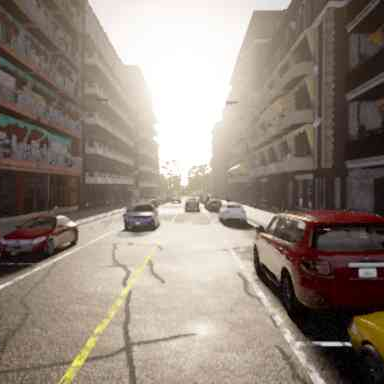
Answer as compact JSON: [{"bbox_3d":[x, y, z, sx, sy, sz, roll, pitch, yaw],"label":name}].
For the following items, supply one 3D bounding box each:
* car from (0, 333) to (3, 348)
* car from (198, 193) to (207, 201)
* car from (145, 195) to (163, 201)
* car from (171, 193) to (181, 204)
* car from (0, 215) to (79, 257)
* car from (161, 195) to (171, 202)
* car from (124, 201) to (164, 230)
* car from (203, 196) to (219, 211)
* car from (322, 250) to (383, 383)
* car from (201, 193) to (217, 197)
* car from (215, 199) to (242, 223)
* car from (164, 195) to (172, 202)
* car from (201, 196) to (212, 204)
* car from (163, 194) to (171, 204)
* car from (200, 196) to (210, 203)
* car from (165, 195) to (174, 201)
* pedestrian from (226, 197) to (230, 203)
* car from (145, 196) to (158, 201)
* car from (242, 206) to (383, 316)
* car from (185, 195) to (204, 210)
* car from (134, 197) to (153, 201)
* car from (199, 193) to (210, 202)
[{"bbox_3d":[-3.058,1.547,1.372,2.033,1.411,5.357,0,0,0],"label":"car"},{"bbox_3d":[2.702,1.269,84.792,2.192,1.841,5.009,-1,0,0],"label":"car"},{"bbox_3d":[-5.692,1.291,46.077,2.192,1.841,5.009,-1,0,0],"label":"car"},{"bbox_3d":[-2.997,1.460,63.341,2.128,1.511,4.902,0,0,1],"label":"car"},{"bbox_3d":[-5.698,1.575,12.933,1.802,1.307,4.206,-1,0,0],"label":"car"},{"bbox_3d":[-5.677,1.505,73.698,1.887,1.381,4.507,-1,0,0],"label":"car"},{"bbox_3d":[-3.091,1.514,21.301,1.812,1.442,4.674,0,0,0],"label":"car"},{"bbox_3d":[2.691,1.545,40.598,1.947,1.339,4.313,-1,0,0],"label":"car"},{"bbox_3d":[2.686,1.525,2.099,1.752,1.417,4.829,-1,0,0],"label":"car"},{"bbox_3d":[2.688,1.291,46.122,2.192,1.841,5.009,-1,0,0],"label":"car"},{"bbox_3d":[3.009,1.513,25.310,1.812,1.442,4.674,0,0,0],"label":"car"},{"bbox_3d":[-5.676,1.482,79.053,1.752,1.417,4.829,-1,0,0],"label":"car"},{"bbox_3d":[2.698,1.492,62.865,1.752,1.417,4.829,-1,0,0],"label":"car"},{"bbox_3d":[-5.681,1.517,62.649,2.008,1.369,4.403,-1,0,0],"label":"car"},{"bbox_3d":[2.701,1.546,68.219,1.802,1.307,4.206,-1,0,0],"label":"car"},{"bbox_3d":[-5.673,1.519,84.746,1.947,1.339,4.313,-1,0,0],"label":"car"},{"bbox_3d":[3.011,1.279,28.130,0.375,1.860,0.375,-1,1,0],"label":"pedestrian"},{"bbox_3d":[-5.689,1.529,40.553,2.008,1.369,4.403,-1,0,0],"label":"car"},{"bbox_3d":[2.679,1.311,7.453,2.192,1.841,5.009,-1,0,0],"label":"car"},{"bbox_3d":[0.048,1.470,41.679,2.128,1.511,4.902,0,0,1],"label":"car"},{"bbox_3d":[-5.691,1.532,35.030,2.008,1.369,4.403,-1,0,0],"label":"car"},{"bbox_3d":[2.698,1.276,73.743,2.192,1.841,5.009,-1,0,0],"label":"car"}]
